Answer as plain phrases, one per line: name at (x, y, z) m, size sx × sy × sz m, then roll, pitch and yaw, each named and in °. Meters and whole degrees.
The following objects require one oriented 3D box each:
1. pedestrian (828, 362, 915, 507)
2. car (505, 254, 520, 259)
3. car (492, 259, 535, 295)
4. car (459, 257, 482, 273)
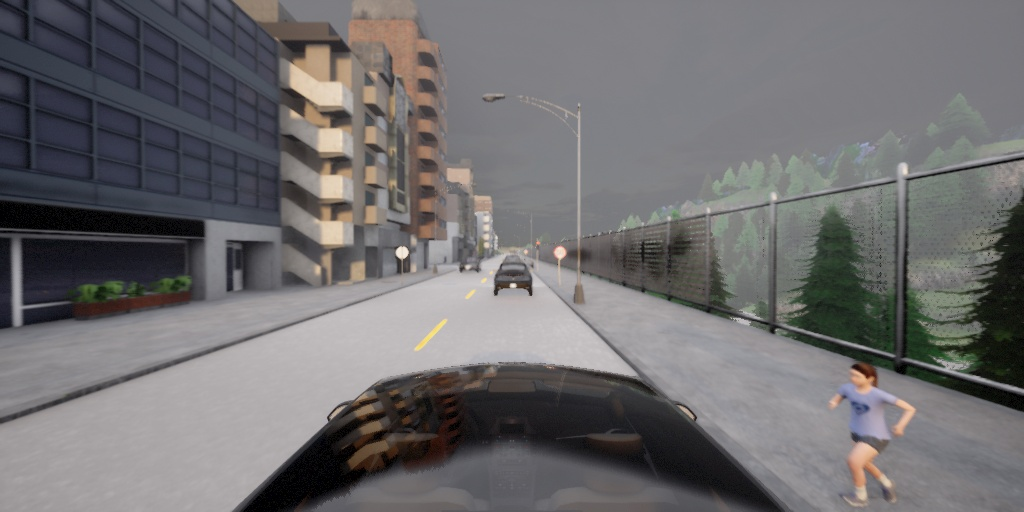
pedestrian at (2.707, 1.308, 2.709) m, size 0.500 × 1.100 × 0.500 m, roll 0°, pitch 1°, yaw 0°
car at (0.059, 0.699, 35.247) m, size 2.097 × 1.767 × 4.553 m, roll 0°, pitch 1°, yaw 0°
car at (0.066, 1.054, 18.200) m, size 1.837 × 1.490 × 4.892 m, roll 0°, pitch 0°, yaw 0°
car at (-4.021, 0.839, 35.282) m, size 2.128 × 1.511 × 4.902 m, roll 0°, pitch 1°, yaw 0°
